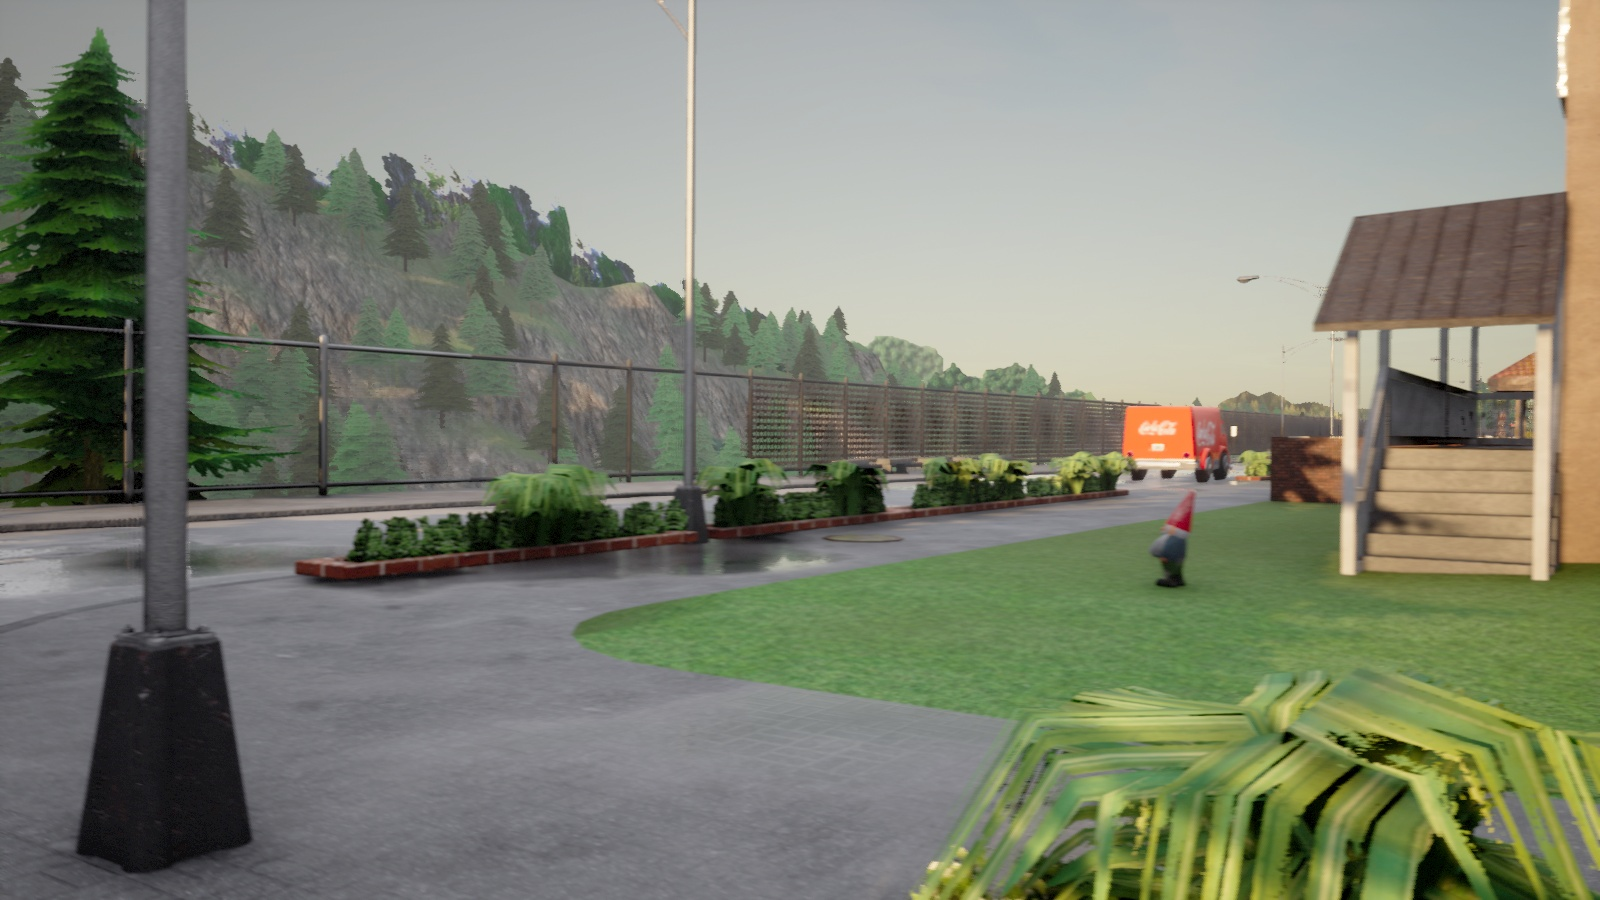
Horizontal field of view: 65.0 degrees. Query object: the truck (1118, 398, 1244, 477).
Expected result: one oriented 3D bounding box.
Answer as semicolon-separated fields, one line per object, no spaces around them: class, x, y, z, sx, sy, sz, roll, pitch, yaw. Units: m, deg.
truck;12.834;-0.446;42.061;2.627;2.467;5.204;0;1;34
